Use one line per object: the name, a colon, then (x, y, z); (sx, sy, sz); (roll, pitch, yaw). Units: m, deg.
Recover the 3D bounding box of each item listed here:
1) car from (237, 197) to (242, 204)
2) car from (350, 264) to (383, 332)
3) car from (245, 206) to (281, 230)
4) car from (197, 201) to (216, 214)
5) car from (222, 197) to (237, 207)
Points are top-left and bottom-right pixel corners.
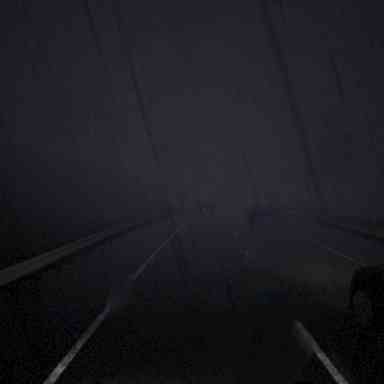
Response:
car: (9.702, 1.894, 72.503); (1.837, 1.490, 4.892); (0, 0, 14)
car: (3.706, 1.525, 4.027); (2.128, 1.511, 4.902); (0, 0, 1)
car: (4.667, 1.639, 22.285); (1.882, 1.535, 5.008); (0, 0, 5)
car: (1.724, 1.783, 39.387); (1.837, 1.490, 4.892); (0, 0, 8)
car: (6.347, 1.942, 58.435); (1.812, 1.442, 4.674); (0, 0, 12)
